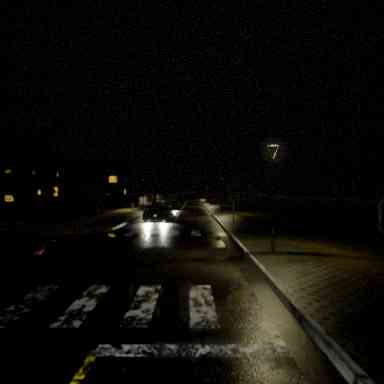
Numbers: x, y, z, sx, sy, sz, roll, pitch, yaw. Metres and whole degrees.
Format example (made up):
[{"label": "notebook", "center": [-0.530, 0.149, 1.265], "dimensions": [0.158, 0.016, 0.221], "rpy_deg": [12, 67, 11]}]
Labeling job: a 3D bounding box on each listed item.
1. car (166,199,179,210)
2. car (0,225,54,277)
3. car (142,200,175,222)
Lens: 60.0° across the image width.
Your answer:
[{"label": "car", "center": [-2.701, 1.572, 42.325], "dimensions": [1.994, 1.385, 4.181], "rpy_deg": [0, 0, 0]}, {"label": "car", "center": [-6.458, 1.373, 8.569], "dimensions": [5.357, 1.411, 2.033], "rpy_deg": [5, 0, -17]}, {"label": "car", "center": [-2.718, 1.569, 26.478], "dimensions": [1.994, 1.385, 4.181], "rpy_deg": [0, 0, 0]}]
